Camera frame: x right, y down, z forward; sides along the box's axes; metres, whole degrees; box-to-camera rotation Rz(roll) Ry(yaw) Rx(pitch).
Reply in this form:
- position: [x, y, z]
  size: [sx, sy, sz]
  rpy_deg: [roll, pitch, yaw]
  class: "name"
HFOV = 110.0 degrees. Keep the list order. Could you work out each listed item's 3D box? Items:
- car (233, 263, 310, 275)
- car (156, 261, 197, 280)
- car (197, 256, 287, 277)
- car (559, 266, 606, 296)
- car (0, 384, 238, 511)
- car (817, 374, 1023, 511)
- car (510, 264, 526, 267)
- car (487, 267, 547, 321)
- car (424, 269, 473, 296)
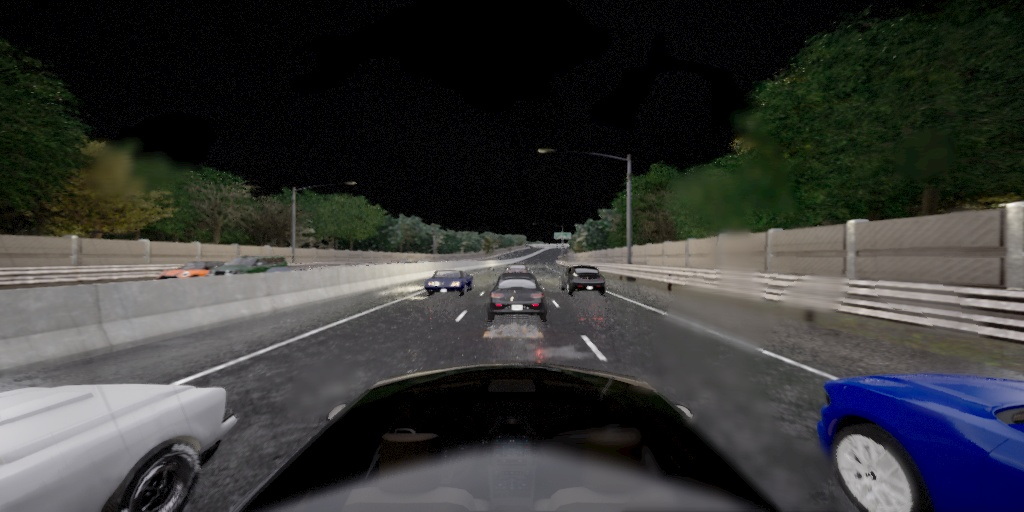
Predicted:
- position: [-13.898, 1.325, 22.075]
  size: [2.033, 1.411, 5.357]
  rpy_deg: [0, 0, 1]
  class: "car"
- position: [-20.852, 1.133, 23.987]
  size: [2.097, 1.767, 4.553]
  rpy_deg: [0, 0, 1]
  class: "car"
- position: [-17.357, 1.005, 24.000]
  size: [2.150, 2.045, 5.566]
  rpy_deg: [0, 0, 1]
  class: "car"
- position: [3.768, 1.283, 19.625]
  size: [1.837, 1.490, 4.892]
  rpy_deg: [0, 0, 1]
  class: "car"
- position: [-3.393, 1.350, 1.038]
  size: [1.895, 1.301, 4.718]
  rpy_deg: [0, 0, 0]
  class: "car"
- position: [3.609, 1.229, 1.068]
  size: [1.882, 1.535, 5.008]
  rpy_deg: [0, 0, 0]
  class: "car"
- position: [0.502, 1.376, 30.955]
  size: [2.033, 1.411, 5.357]
  rpy_deg: [0, 0, 2]
  class: "car"
- position: [0.174, 1.282, 12.341]
  size: [1.812, 1.442, 4.674]
  rpy_deg: [0, 0, 1]
  class: "car"
- position: [-3.240, 1.375, 19.407]
  size: [1.895, 1.301, 4.718]
  rpy_deg: [0, 0, 1]
  class: "car"
